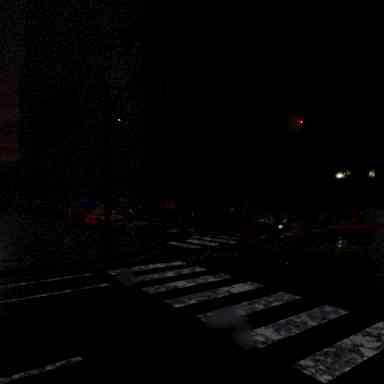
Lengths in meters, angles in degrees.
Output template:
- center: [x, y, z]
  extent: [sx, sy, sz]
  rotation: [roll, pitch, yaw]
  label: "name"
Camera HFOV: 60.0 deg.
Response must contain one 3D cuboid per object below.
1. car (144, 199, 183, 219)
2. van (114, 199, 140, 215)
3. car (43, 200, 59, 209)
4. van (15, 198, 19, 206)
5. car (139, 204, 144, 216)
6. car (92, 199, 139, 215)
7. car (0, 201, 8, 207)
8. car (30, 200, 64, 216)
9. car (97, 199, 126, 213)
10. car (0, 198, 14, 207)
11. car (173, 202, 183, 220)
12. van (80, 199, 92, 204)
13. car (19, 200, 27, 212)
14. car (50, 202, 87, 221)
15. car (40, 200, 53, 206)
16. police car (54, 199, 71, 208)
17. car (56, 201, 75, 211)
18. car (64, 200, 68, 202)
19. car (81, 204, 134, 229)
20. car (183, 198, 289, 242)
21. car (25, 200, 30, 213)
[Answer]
- center: [-2.384, 1.669, 33.579]
  extent: [2.192, 1.841, 5.009]
  rotation: [-1, 0, -35]
  label: "car"
- center: [-8.264, 1.833, 41.882]
  extent: [1.690, 1.788, 3.998]
  rotation: [-1, 0, -35]
  label: "van"
- center: [-26.892, 2.388, 63.511]
  extent: [1.837, 1.490, 4.892]
  rotation: [0, -1, -35]
  label: "car"
- center: [-26.201, 2.123, 52.387]
  extent: [1.690, 1.788, 3.998]
  rotation: [-1, 0, -35]
  label: "van"
- center: [-5.318, 2.005, 37.730]
  extent: [1.802, 1.307, 4.206]
  rotation: [-1, 0, -35]
  label: "car"
- center: [-6.956, 1.725, 29.910]
  extent: [2.097, 1.767, 4.553]
  rotation: [0, -1, -36]
  label: "car"
- center: [-44.407, 2.771, 78.040]
  extent: [1.802, 1.307, 4.206]
  rotation: [-1, 0, -35]
  label: "car"
- center: [-17.717, 1.901, 40.436]
  extent: [2.192, 1.841, 5.009]
  rotation: [-1, 0, -35]
  label: "car"
- center: [-11.204, 1.876, 46.033]
  extent: [2.192, 1.841, 5.009]
  rotation: [-1, 0, -35]
  label: "car"
- center: [-41.295, 2.667, 73.656]
  extent: [1.887, 1.381, 4.507]
  rotation: [-1, 0, -35]
  label: "car"
- center: [0.561, 1.829, 29.427]
  extent: [1.887, 1.381, 4.507]
  rotation: [-1, 0, -35]
  label: "car"
- center: [-17.083, 2.038, 54.336]
  extent: [1.690, 1.788, 3.998]
  rotation: [-1, 0, -35]
  label: "van"
- center: [-23.370, 2.157, 48.403]
  extent: [1.967, 1.590, 4.097]
  rotation: [-1, 0, -35]
  label: "car"
- center: [-12.055, 2.004, 32.467]
  extent: [2.008, 1.369, 4.403]
  rotation: [-1, 0, -35]
  label: "car"
- center: [-34.748, 2.661, 79.162]
  extent: [1.947, 1.339, 4.313]
  rotation: [-1, 0, -35]
  label: "car"
- center: [-25.465, 2.308, 65.416]
  extent: [1.930, 1.638, 5.238]
  rotation: [0, -1, -35]
  label: "police car"
- center: [-21.139, 2.315, 55.399]
  extent: [1.994, 1.385, 4.181]
  rotation: [0, -1, -35]
  label: "car"
- center: [-18.292, 1.990, 45.938]
  extent: [2.097, 1.767, 4.553]
  rotation: [0, 0, -35]
  label: "car"
- center: [-6.300, 1.844, 24.361]
  extent: [1.752, 1.417, 4.829]
  rotation: [-1, 0, -35]
  label: "car"
- center: [2.276, 1.349, 17.403]
  extent: [2.150, 2.045, 5.566]
  rotation: [-1, -2, -40]
  label: "car"
- center: [-20.540, 2.196, 44.420]
  extent: [1.887, 1.381, 4.507]
  rotation: [-1, 0, -35]
  label: "car"
